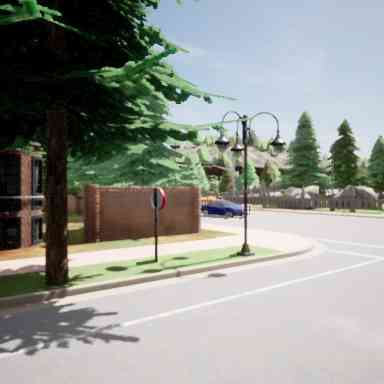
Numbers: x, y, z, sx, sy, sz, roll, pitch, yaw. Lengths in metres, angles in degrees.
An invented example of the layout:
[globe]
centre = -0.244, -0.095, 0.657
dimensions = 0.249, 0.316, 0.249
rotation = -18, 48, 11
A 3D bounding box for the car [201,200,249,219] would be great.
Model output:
[car]
centre = 2.902, 1.498, 29.876
dimensions = 1.882, 1.535, 5.008
rotation = 0, 0, -37
